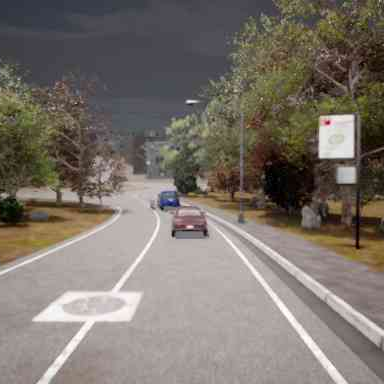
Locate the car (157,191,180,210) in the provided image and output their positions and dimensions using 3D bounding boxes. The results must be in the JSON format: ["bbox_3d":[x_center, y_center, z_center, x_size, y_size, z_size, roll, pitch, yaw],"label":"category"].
[{"bbox_3d":[-2.770,0.892,38.262,2.150,2.045,5.566,-1,2,-11],"label":"car"}]

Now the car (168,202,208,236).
[{"bbox_3d":[-0.223,1.490,18.109,1.812,1.442,4.674,0,0,-3],"label":"car"}]

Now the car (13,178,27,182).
[{"bbox_3d":[-43.154,-2.463,81.586,2.150,2.045,5.566,1,5,14],"label":"car"}]
